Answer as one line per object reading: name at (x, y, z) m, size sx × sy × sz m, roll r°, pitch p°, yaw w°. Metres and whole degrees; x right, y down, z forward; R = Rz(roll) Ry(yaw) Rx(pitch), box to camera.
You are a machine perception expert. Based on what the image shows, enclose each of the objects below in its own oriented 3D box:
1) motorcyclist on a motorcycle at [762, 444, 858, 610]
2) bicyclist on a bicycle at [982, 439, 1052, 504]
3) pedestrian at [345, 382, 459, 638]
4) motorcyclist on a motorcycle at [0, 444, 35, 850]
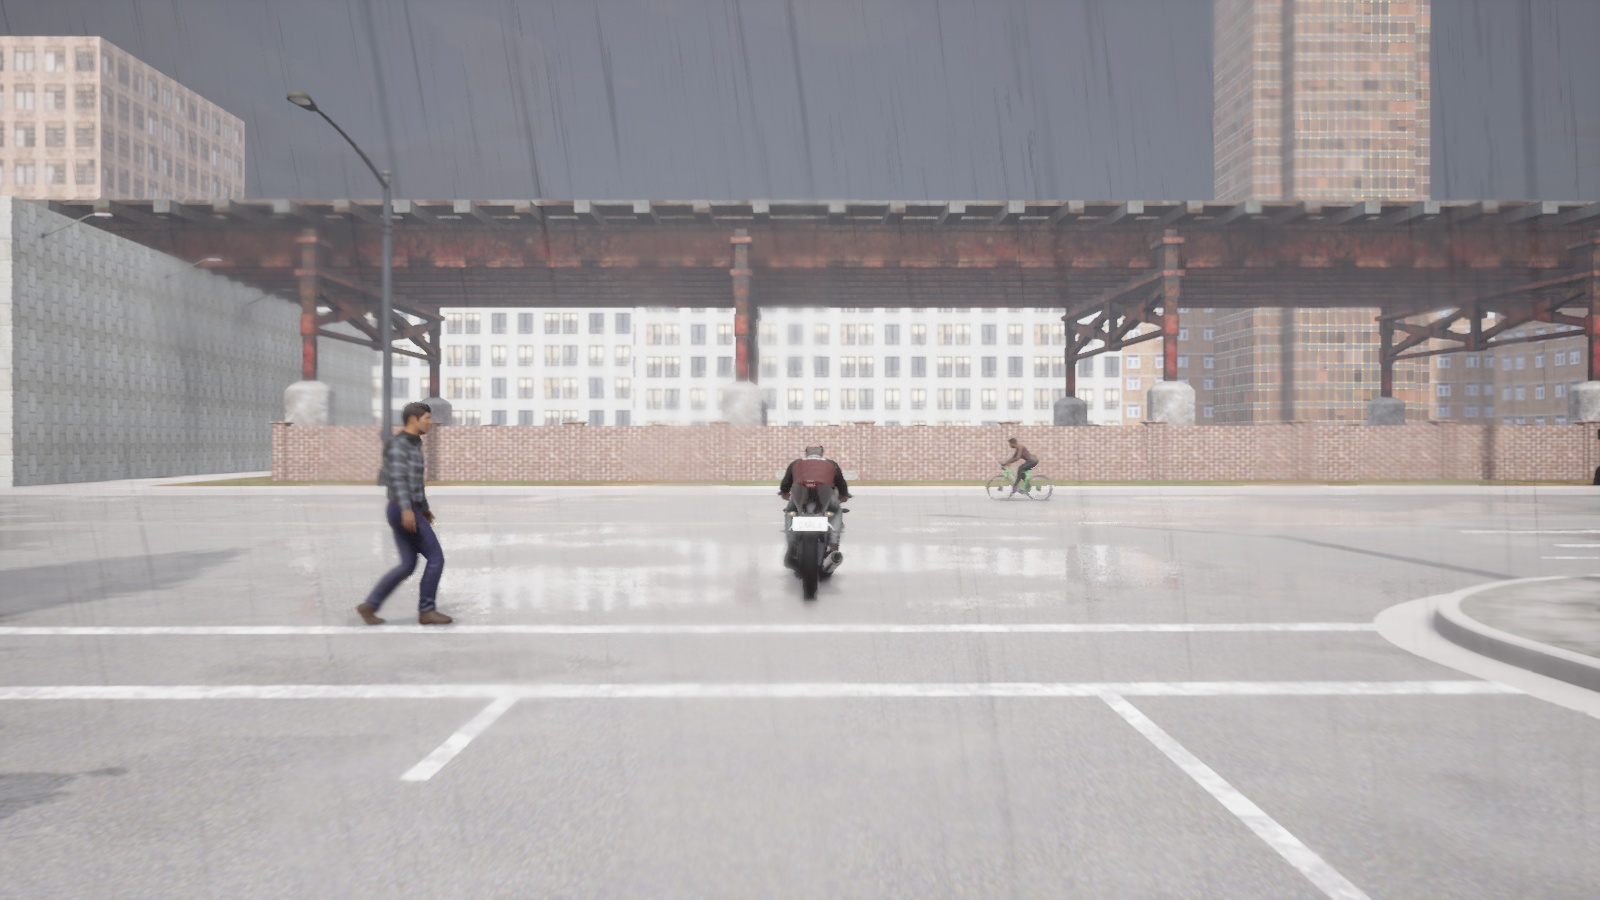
motorcyclist on a motorcycle at (0.146, 0.710, 12.774) m, size 0.866 × 1.530 × 2.191 m, roll 1°, pitch 0°, yaw 3°
bicyclist on a bicycle at (5.464, 0.525, 31.639) m, size 1.656 × 1.620 × 0.582 m, roll 0°, pitch 0°, yaw 1°
pedestrian at (-3.094, 0.454, 9.811) m, size 0.788 × 1.949 × 0.423 m, roll 0°, pitch 0°, yaw -8°
motorcyclist on a motorcycle at (-3.463, 0.757, 3.863) m, size 0.866 × 1.530 × 2.191 m, roll 0°, pitch 1°, yaw 0°
